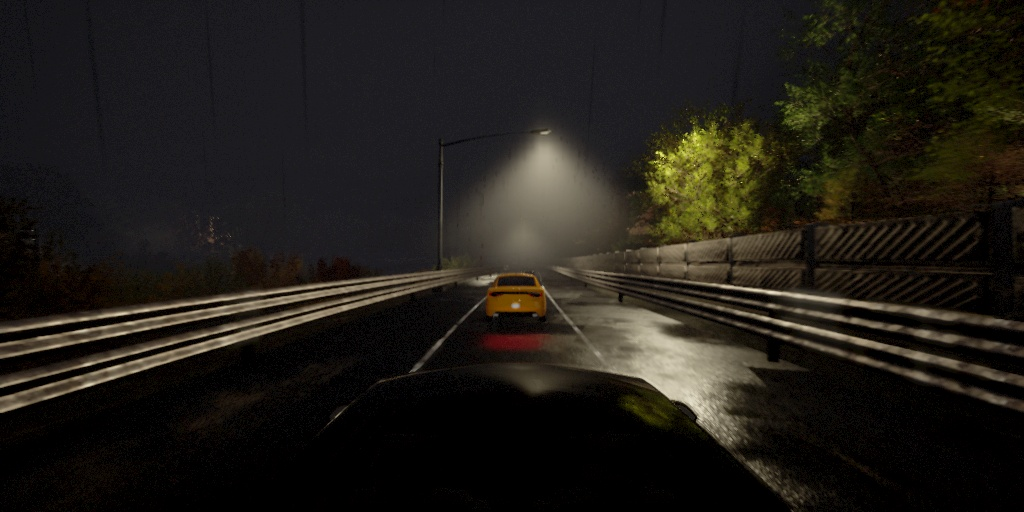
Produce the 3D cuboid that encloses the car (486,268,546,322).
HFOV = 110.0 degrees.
[{"bbox_3d":[0.165,1.357,12.985,1.882,1.535,5.008,0,-1,1],"label":"car"}]
